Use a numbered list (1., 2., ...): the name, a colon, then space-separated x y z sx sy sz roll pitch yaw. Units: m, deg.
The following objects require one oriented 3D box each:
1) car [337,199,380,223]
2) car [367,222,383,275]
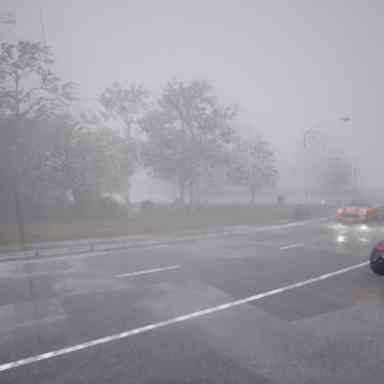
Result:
1. car: 12.747 1.342 25.484 2.097 1.767 4.553 -1 0 41
2. car: 6.777 1.587 9.439 4.181 1.385 1.994 0 0 -41
